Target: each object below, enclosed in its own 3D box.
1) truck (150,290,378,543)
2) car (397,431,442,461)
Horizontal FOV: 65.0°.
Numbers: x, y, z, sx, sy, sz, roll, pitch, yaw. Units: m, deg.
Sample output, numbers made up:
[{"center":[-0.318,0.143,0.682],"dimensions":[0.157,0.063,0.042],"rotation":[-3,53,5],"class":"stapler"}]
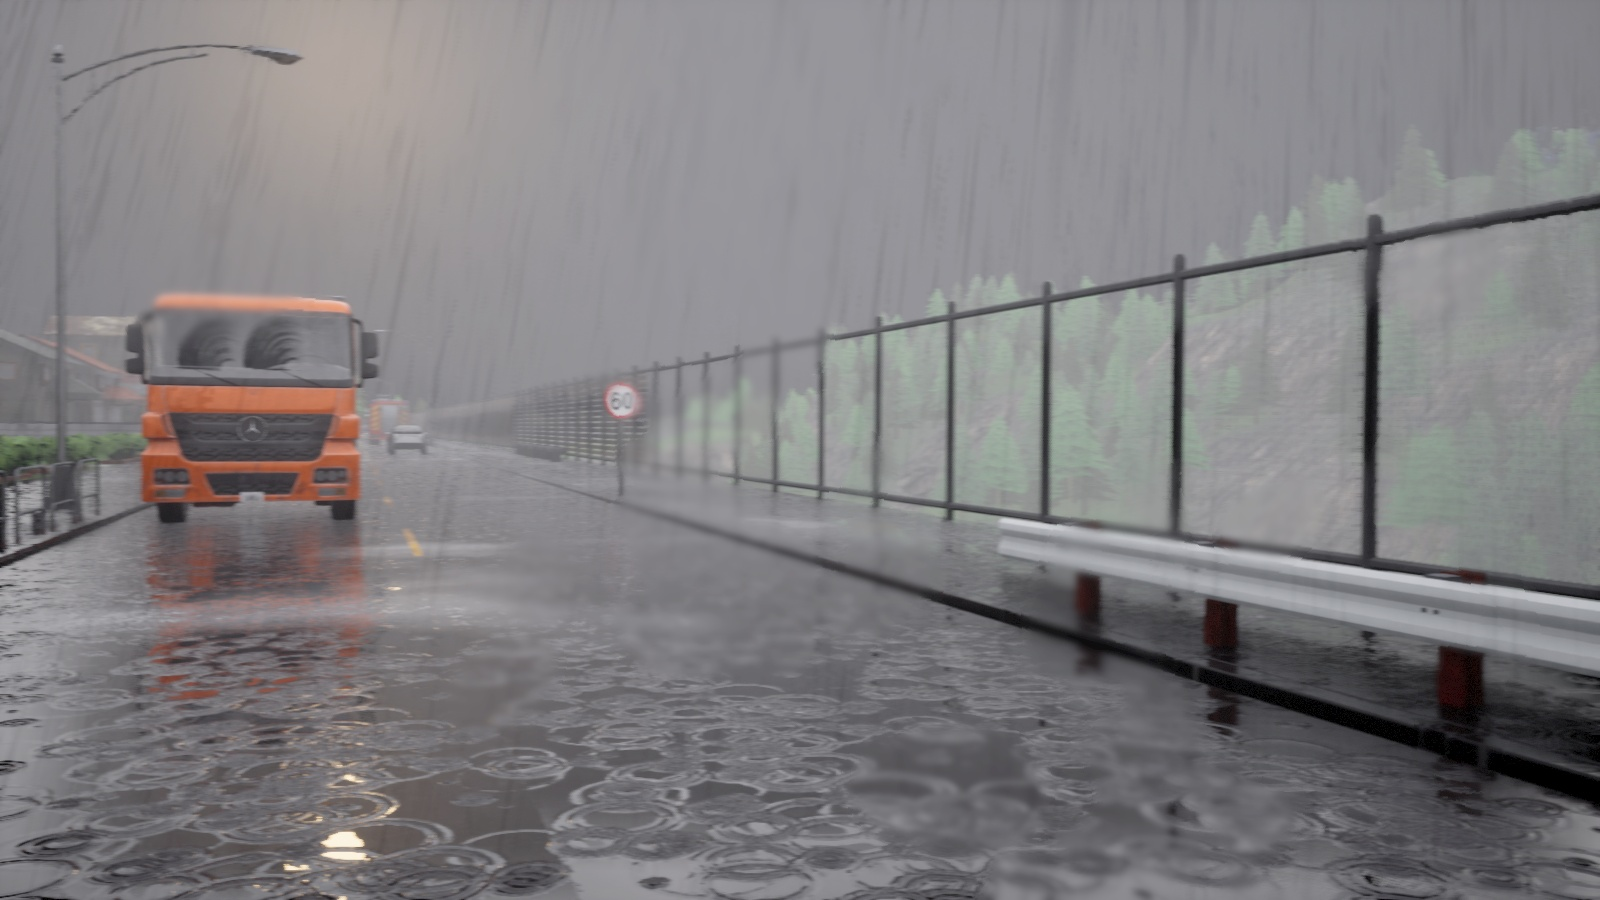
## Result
[{"center":[-8.778,-0.525,21.376],"dimensions":[2.891,3.462,7.936],"rotation":[-1,1,-19],"class":"truck"},{"center":[-19.888,-0.238,65.515],"dimensions":[2.007,1.525,4.514],"rotation":[-1,1,-19],"class":"car"}]
